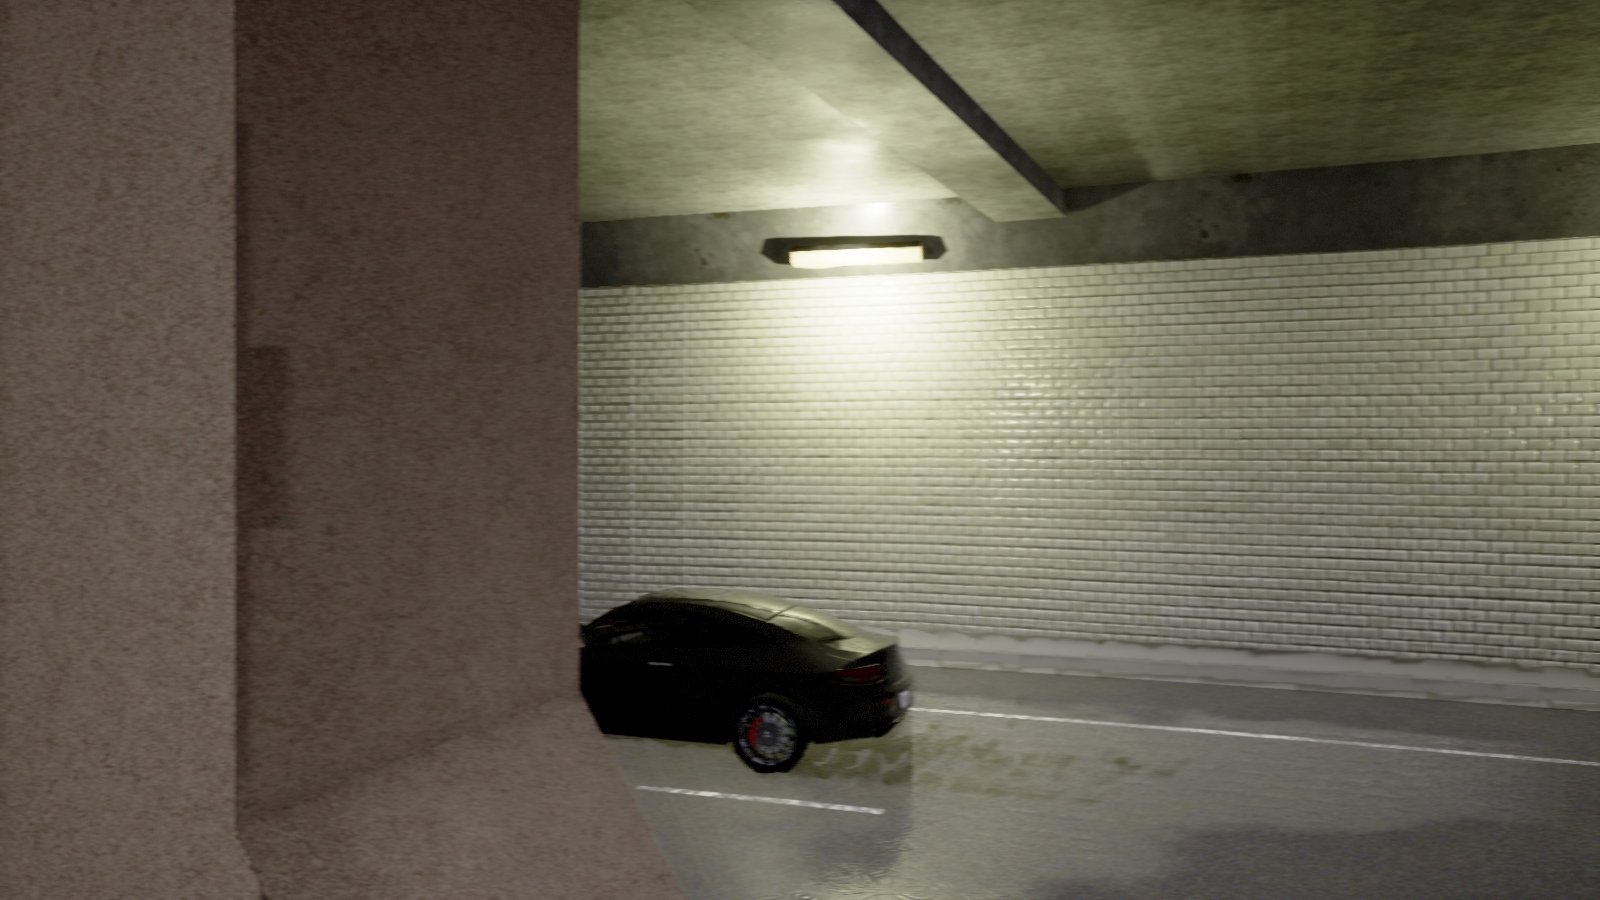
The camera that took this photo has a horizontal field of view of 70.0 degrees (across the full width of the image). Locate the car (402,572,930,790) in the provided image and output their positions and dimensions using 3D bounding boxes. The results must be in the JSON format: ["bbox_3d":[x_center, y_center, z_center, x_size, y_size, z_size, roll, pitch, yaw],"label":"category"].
[{"bbox_3d":[-1.238,2.079,11.071,4.674,1.442,2.002,0,0,18],"label":"car"}]
